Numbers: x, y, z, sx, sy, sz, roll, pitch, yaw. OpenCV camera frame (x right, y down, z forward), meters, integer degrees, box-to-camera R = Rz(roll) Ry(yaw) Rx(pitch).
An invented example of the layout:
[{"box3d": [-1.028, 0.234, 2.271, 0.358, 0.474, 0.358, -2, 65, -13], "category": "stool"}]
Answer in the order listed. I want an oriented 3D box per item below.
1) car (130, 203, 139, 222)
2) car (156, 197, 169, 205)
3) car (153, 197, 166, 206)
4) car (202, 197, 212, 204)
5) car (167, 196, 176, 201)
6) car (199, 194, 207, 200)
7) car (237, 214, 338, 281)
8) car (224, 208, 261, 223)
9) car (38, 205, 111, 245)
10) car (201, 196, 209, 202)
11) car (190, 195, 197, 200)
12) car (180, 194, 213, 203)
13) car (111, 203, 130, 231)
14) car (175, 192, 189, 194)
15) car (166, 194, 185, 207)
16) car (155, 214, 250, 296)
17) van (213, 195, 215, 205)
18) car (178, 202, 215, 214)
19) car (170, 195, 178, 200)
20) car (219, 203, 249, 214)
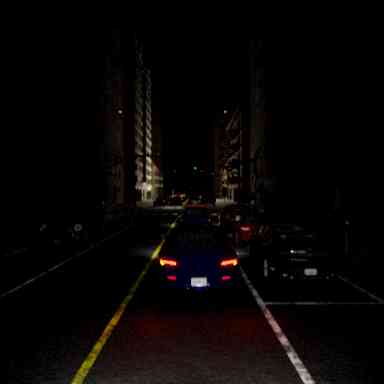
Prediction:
[{"box3d": [-5.285, 1.562, 26.207, 2.008, 1.369, 4.403, 0, 0, 0], "category": "car"}, {"box3d": [-5.149, 1.567, 58.970, 1.887, 1.381, 4.507, 0, 0, 0], "category": "car"}, {"box3d": [-5.173, 1.571, 53.288, 2.008, 1.369, 4.403, 0, 0, 0], "category": "car"}, {"box3d": [2.900, 1.606, 64.626, 1.802, 1.307, 4.206, 0, 0, 0], "category": "car"}, {"box3d": [-5.054, 1.589, 81.698, 1.947, 1.339, 4.313, 0, 0, 0], "category": "car"}, {"box3d": [3.018, 1.460, 93.032, 1.967, 1.590, 4.097, 0, 0, 0], "category": "car"}, {"box3d": [2.671, 1.555, 9.626, 2.008, 1.369, 4.403, 0, 0, 0], "category": "car"}, {"box3d": [2.694, 1.588, 15.145, 1.802, 1.307, 4.206, 0, 0, 0], "category": "car"}, {"box3d": [-5.331, 1.447, 15.171, 1.967, 1.590, 4.097, 0, 0, 0], "category": "car"}, {"box3d": [2.947, 1.607, 75.989, 1.802, 1.307, 4.206, 0, 0, 0], "category": "car"}, {"box3d": [0.382, 1.486, 93.406, 1.812, 1.442, 4.674, 0, 0, 0], "category": "car"}, {"box3d": [0.480, 1.364, 30.158, 2.097, 1.767, 4.553, 0, 0, 6], "category": "car"}, {"box3d": [-5.309, 1.534, 20.519, 1.752, 1.417, 4.829, 0, 0, 0], "category": "car"}, {"box3d": [-2.425, 1.245, 79.892, 2.150, 2.045, 5.566, 0, 0, 0], "category": "car"}, {"box3d": [-2.621, 1.498, 53.285, 1.882, 1.535, 5.008, 0, 0, 0], "category": "car"}, {"box3d": [0.126, 1.529, 8.561, 1.812, 1.442, 4.674, 0, 0, 0], "category": "car"}, {"box3d": [2.852, 1.362, 53.264, 1.690, 1.788, 3.998, 0, 0, 0], "category": "van"}, {"box3d": [0.175, 1.533, 18.717, 1.812, 1.442, 4.674, 0, 0, 0], "category": "car"}, {"box3d": [-5.007, 1.586, 93.061, 1.947, 1.339, 4.313, 0, 0, 0], "category": "car"}, {"box3d": [2.717, 1.449, 20.664, 1.967, 1.590, 4.097, 0, 0, 0], "category": "car"}]
